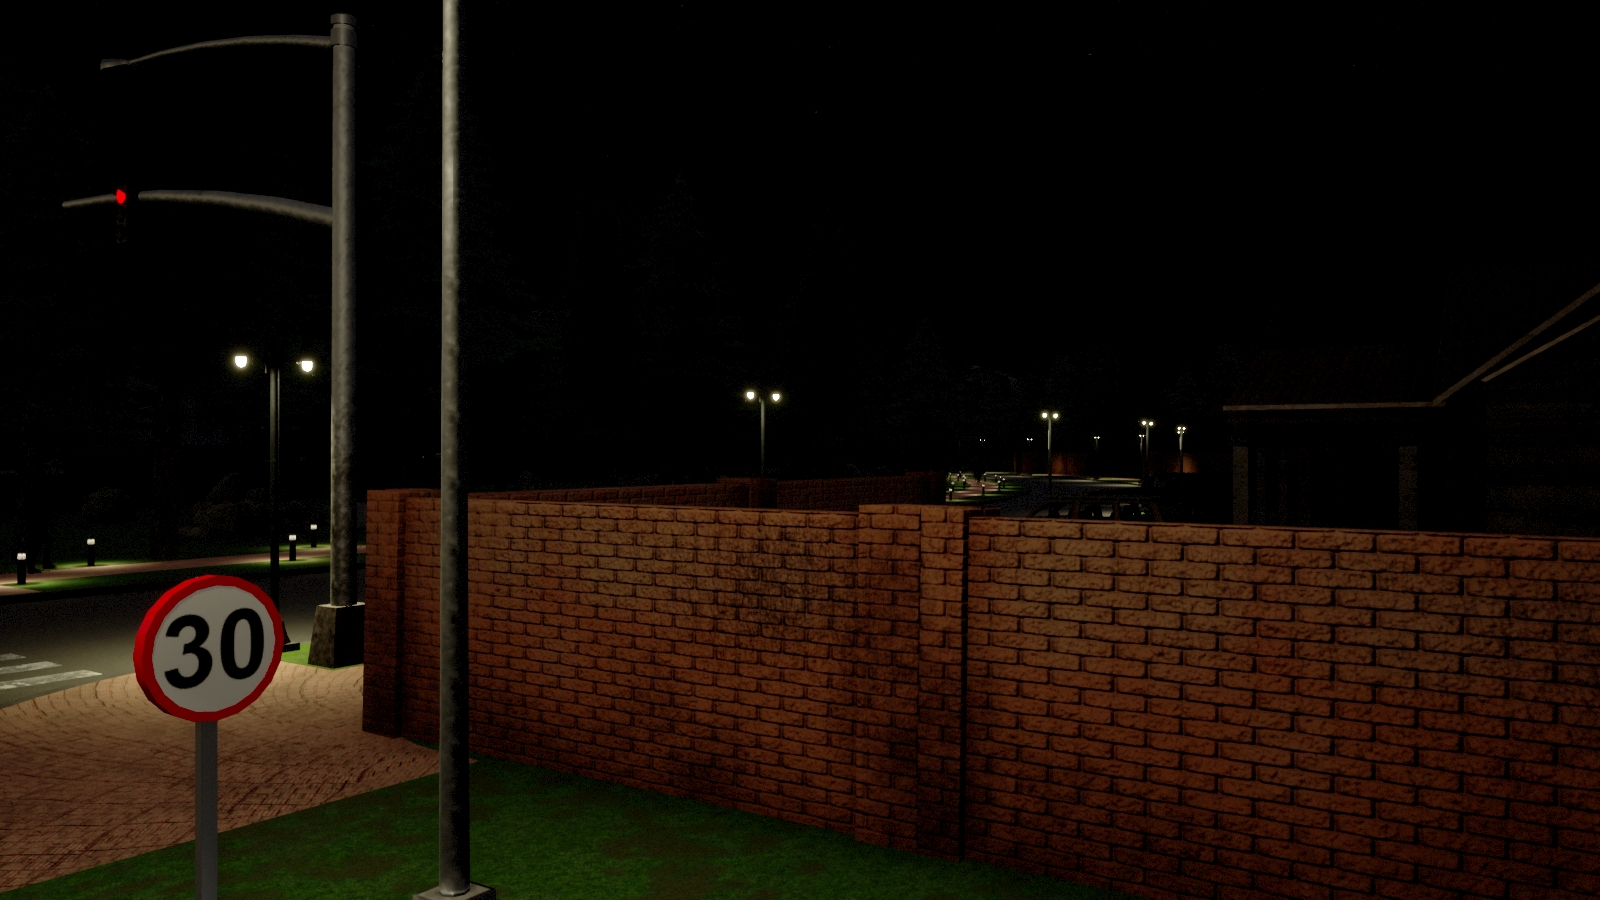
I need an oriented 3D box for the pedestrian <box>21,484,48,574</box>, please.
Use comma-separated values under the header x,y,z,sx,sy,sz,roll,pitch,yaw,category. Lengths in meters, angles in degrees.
x,y,z,sx,sy,sz,roll,pitch,yaw,category
-16.173,1.665,24.152,0.375,1.860,0.375,0,0,38,pedestrian
